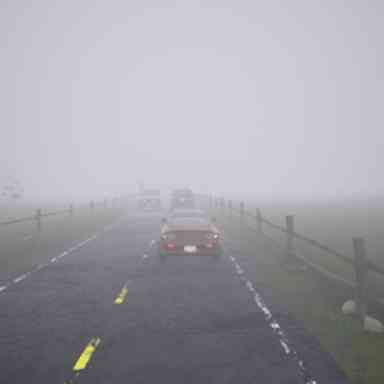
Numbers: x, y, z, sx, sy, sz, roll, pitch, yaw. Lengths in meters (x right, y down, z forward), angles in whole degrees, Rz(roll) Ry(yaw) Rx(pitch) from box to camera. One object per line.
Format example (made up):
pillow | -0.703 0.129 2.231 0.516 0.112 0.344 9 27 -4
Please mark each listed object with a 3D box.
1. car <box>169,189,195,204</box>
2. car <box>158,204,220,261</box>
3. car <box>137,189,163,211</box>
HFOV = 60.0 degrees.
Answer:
car | -0.949 0.743 30.661 2.150 2.045 5.566 0 1 -4
car | -0.101 1.343 11.365 1.812 1.442 4.674 0 1 -1
car | -4.026 0.716 32.512 2.150 2.045 5.566 0 1 -3
